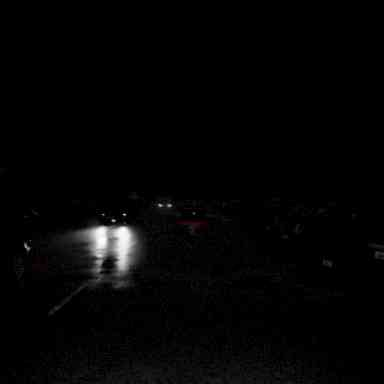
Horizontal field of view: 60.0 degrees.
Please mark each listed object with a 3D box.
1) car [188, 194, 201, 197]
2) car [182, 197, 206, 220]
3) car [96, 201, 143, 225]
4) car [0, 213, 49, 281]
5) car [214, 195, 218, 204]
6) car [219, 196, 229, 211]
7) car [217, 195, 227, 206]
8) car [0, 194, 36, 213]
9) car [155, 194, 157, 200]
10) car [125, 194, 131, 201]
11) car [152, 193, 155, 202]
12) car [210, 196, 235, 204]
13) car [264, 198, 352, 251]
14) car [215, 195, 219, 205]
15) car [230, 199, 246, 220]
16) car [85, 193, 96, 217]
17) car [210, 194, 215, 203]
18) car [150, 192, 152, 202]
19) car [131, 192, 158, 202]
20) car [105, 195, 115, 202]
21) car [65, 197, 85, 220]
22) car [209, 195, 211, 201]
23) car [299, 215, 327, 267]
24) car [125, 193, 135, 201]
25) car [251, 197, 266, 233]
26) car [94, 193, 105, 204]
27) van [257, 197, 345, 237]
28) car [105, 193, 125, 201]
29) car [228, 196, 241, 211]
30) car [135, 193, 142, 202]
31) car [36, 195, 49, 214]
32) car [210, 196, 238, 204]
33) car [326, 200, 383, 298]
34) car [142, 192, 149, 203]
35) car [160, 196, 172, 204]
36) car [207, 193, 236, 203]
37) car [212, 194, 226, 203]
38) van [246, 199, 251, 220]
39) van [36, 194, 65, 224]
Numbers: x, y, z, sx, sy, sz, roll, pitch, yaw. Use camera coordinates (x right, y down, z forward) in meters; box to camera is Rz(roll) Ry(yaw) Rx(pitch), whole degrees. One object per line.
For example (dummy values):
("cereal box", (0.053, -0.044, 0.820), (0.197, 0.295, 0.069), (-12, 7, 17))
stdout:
("car", (0.309, 1.249, 45.965), (2.150, 2.045, 5.566), (1, 0, 0))
("car", (0.185, 1.498, 28.637), (1.882, 1.535, 5.008), (1, 0, 0))
("car", (-5.008, 1.547, 23.578), (1.895, 1.301, 4.718), (1, 0, 1))
("car", (-5.144, 1.425, 6.848), (2.128, 1.511, 4.902), (1, 0, 0))
("car", (6.388, 1.599, 48.396), (5.366, 1.575, 1.946), (2, 0, -19))
("car", (6.132, 1.622, 39.434), (4.792, 1.488, 2.163), (2, 0, -20))
("car", (6.347, 1.597, 42.479), (5.366, 1.575, 1.946), (2, 0, -19))
("car", (-10.926, 1.096, 16.152), (5.566, 2.045, 2.435), (0, 0, -20))
("car", (-10.584, 1.375, 70.531), (4.892, 1.521, 2.231), (0, 0, -20))
("car", (-10.608, 1.358, 40.374), (5.366, 1.575, 1.946), (0, 0, -20))
("car", (-10.568, 1.247, 67.517), (4.553, 1.767, 2.185), (0, 0, -20))
("car", (6.358, 1.646, 69.037), (4.674, 1.452, 2.002), (2, 0, -20))
("car", (5.958, 1.326, 12.805), (5.566, 2.045, 2.435), (2, 0, -20))
("car", (6.197, 1.596, 45.363), (5.008, 1.535, 2.097), (2, 0, -20))
("car", (6.076, 1.589, 27.608), (4.892, 1.521, 2.231), (2, 0, -20))
("car", (-10.826, 1.230, 28.220), (4.553, 1.767, 2.185), (0, 0, -19))
("car", (6.280, 1.602, 57.208), (4.892, 1.521, 2.231), (2, 0, -19))
("car", (-10.649, 1.246, 64.479), (4.553, 1.767, 2.185), (0, 0, -20))
("car", (-10.578, 1.124, 73.535), (5.566, 2.045, 2.435), (0, 0, -20))
("car", (-10.793, 1.388, 34.274), (4.792, 1.488, 2.163), (0, 0, -20))
("car", (-10.892, 1.354, 25.200), (4.892, 1.521, 2.231), (0, 0, -20))
("car", (6.128, 1.595, 60.092), (5.366, 1.575, 1.946), (2, 0, -20))
("car", (5.938, 1.604, 9.838), (4.792, 1.488, 2.163), (2, 0, -20))
("car", (-10.729, 1.111, 43.338), (5.566, 2.045, 2.435), (0, 0, -19))
("car", (5.980, 1.328, 15.764), (5.566, 2.045, 2.435), (2, 0, -20))
("car", (-10.814, 1.231, 31.250), (4.553, 1.767, 2.185), (0, 0, -20))
("van", (6.131, 1.359, 18.781), (4.442, 1.987, 1.878), (2, 0, -20))
("car", (-10.829, 1.108, 37.276), (5.566, 2.045, 2.435), (0, 0, -20))
("car", (6.129, 1.465, 30.582), (4.553, 1.767, 2.185), (2, 0, -20))
("car", (-10.750, 1.113, 49.366), (5.566, 2.045, 2.435), (0, 0, -20))
("car", (-10.959, 1.224, 19.150), (4.553, 1.767, 2.185), (0, 0, -20))
("car", (6.344, 1.606, 66.079), (4.892, 1.521, 2.231), (2, 0, -20))
("car", (5.964, 1.322, 6.921), (5.566, 2.045, 2.435), (2, 0, -19))
("car", (-10.654, 1.116, 55.433), (5.566, 2.045, 2.435), (0, 0, -20))
("car", (-4.737, 1.442, 60.862), (1.882, 1.535, 5.008), (1, 0, 1))
("car", (6.409, 1.357, 72.013), (5.566, 2.045, 2.435), (2, 0, -20))
("car", (6.235, 1.598, 51.293), (5.008, 1.535, 2.097), (2, 0, -19))
("van", (6.152, 1.361, 21.740), (4.442, 1.987, 1.878), (2, 0, -20))
("van", (-11.014, 1.126, 22.134), (4.442, 1.987, 1.878), (0, 0, -20))
